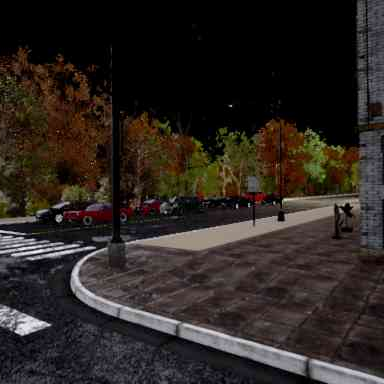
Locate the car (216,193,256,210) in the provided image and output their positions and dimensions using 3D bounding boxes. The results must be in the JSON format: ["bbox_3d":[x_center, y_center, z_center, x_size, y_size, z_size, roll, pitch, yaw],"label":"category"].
[{"bbox_3d":[5.068,1.165,37.929,1.837,1.490,4.892,-1,0,36],"label":"car"}]

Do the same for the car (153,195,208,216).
[{"bbox_3d":[-0.905,1.116,29.821,2.097,1.767,4.553,-1,0,36],"label":"car"}]

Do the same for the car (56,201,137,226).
[{"bbox_3d":[-6.297,1.458,22.481,1.895,1.301,4.718,-1,0,36],"label":"car"}]

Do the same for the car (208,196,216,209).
[{"bbox_3d":[2.532,1.194,39.968,2.128,1.511,4.902,-1,0,36],"label":"car"}]

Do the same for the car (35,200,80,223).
[{"bbox_3d":[-8.926,1.405,24.399,1.837,1.490,4.892,-1,0,36],"label":"car"}]

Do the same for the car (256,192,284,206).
[{"bbox_3d":[11.129,1.060,46.103,1.837,1.490,4.892,-1,0,37],"label":"car"}]

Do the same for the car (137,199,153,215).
[{"bbox_3d":[-3.648,1.373,31.572,1.994,1.385,4.181,-1,0,36],"label":"car"}]

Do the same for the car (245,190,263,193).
[{"bbox_3d":[8.727,0.817,48.320,2.150,2.045,5.566,-1,0,37],"label":"car"}]
